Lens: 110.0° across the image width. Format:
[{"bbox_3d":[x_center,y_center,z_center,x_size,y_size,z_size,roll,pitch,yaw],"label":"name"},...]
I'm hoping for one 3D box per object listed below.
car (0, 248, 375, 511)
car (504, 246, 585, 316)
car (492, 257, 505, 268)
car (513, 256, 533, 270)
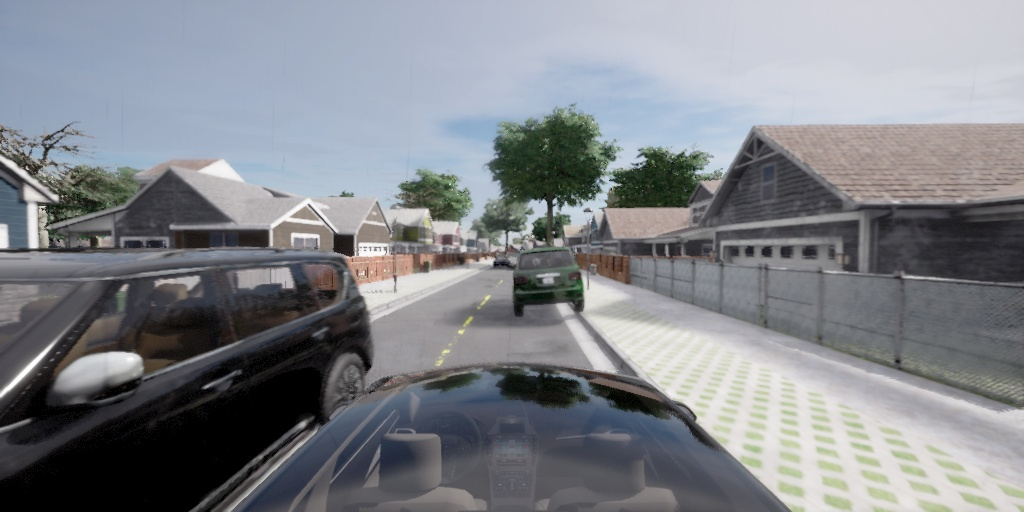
[{"bbox_3d":[-2.817,0.960,2.329,2.150,2.045,5.566,0,1,0],"label":"car"},{"bbox_3d":[1.111,0.738,12.569,2.150,2.045,5.566,-5,1,2],"label":"car"},{"bbox_3d":[-1.303,0.756,44.010,1.895,1.301,4.718,0,1,3],"label":"car"},{"bbox_3d":[1.327,0.759,39.985,2.033,1.411,5.357,0,1,4],"label":"car"}]
